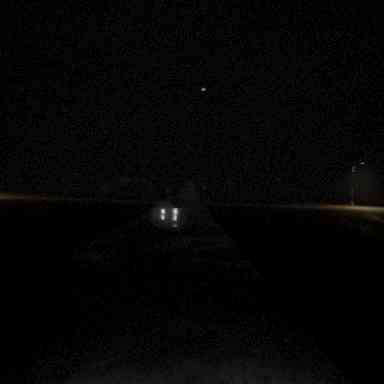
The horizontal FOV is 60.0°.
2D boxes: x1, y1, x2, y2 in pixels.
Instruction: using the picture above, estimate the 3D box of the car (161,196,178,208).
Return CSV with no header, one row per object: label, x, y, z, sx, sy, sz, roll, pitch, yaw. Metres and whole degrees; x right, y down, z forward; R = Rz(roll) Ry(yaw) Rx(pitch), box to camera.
car,-2.737,1.223,42.248,1.812,1.442,4.674,0,1,0
